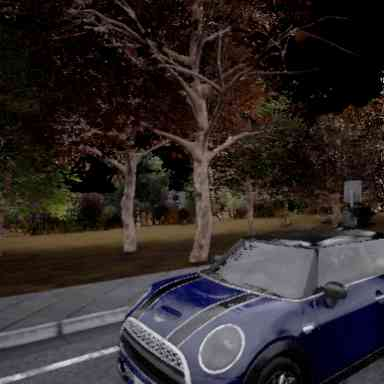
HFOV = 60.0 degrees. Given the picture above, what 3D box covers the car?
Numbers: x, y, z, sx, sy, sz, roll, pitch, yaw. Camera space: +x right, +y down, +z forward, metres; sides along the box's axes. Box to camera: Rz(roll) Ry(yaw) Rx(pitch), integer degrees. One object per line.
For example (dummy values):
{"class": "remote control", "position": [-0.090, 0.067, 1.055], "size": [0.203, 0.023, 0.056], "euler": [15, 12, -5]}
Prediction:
{"class": "car", "position": [1.328, 1.365, 4.630], "size": [4.553, 1.767, 2.097], "euler": [0, 0, -35]}
